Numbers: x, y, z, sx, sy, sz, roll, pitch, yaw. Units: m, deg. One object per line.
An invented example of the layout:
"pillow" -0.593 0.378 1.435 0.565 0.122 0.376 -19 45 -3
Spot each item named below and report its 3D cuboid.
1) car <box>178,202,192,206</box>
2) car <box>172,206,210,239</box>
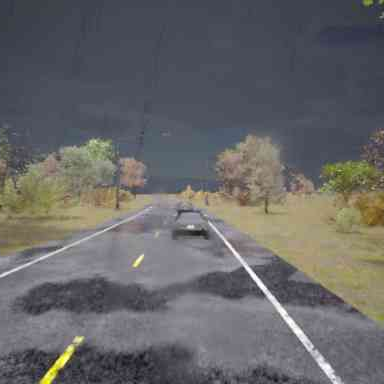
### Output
"car" -0.851 1.879 41.516 1.994 1.385 4.181 0 0 -3
"car" -0.093 1.708 18.388 1.994 1.385 4.181 0 0 -1
